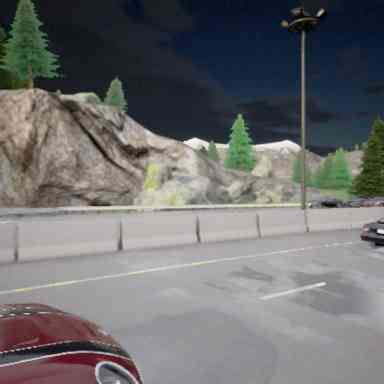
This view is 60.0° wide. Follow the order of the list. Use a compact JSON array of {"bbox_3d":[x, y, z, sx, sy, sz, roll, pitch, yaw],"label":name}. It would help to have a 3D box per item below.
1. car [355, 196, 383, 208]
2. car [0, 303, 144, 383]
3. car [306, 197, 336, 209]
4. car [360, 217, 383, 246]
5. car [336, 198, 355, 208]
[{"bbox_3d":[19.489,1.182,33.898,4.553,1.767,2.097,0,0,-22],"label":"car"},{"bbox_3d":[-2.481,1.349,1.864,4.553,1.767,2.097,0,0,-36],"label":"car"},{"bbox_3d":[16.055,1.302,40.074,4.902,1.511,2.128,0,0,-22],"label":"car"},{"bbox_3d":[9.112,1.477,13.357,5.357,1.411,2.033,0,0,-29],"label":"car"},{"bbox_3d":[18.891,1.380,37.432,4.181,1.385,1.994,0,0,-22],"label":"car"}]
